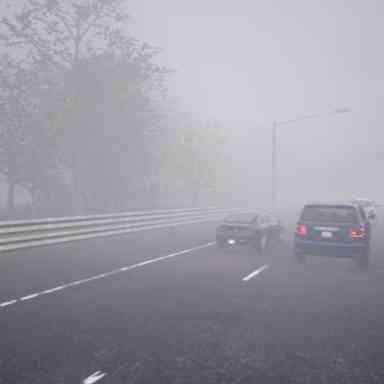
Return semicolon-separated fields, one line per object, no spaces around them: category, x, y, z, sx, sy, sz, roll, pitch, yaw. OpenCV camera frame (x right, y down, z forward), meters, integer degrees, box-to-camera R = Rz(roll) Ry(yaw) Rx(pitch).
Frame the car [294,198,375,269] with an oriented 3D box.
car;5.281;1.347;12.094;2.150;2.045;5.566;0;0;30

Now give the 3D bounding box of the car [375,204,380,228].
car;12.689;1.499;25.011;2.150;2.045;5.566;0;0;31

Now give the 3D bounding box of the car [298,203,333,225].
car;10.542;1.749;28.226;1.882;1.535;5.008;0;0;31

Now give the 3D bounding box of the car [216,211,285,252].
car;2.697;1.618;14.619;1.837;1.490;4.892;0;0;30
